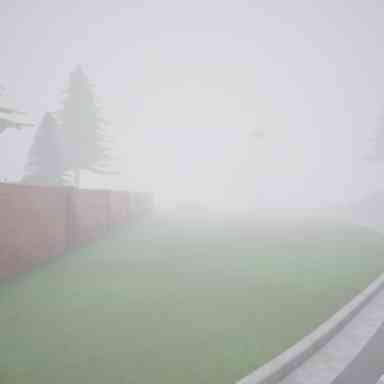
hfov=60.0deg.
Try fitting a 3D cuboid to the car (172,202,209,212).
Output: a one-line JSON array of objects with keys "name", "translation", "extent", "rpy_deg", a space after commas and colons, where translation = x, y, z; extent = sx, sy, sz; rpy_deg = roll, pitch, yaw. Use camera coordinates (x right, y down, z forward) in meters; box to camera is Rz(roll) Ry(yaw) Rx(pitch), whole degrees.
[{"name": "car", "translation": [-0.150, 2.183, 49.292], "extent": [5.357, 1.411, 2.033], "rpy_deg": [0, -1, 18]}]
